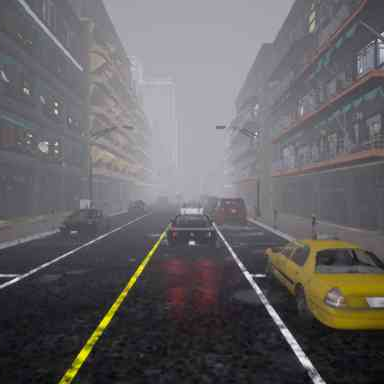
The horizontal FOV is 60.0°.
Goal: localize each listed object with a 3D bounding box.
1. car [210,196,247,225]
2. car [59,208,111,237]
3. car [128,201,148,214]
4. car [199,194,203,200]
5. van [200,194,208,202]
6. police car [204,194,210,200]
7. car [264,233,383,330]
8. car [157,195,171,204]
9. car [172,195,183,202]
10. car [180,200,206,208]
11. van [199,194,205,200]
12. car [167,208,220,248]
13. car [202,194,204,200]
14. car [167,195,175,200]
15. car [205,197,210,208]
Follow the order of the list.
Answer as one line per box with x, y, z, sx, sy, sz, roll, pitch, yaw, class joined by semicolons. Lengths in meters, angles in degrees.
2.694;1.318;23.879;2.192;1.841;5.009;0;0;0;car
-5.687;1.567;18.193;1.947;1.339;4.313;0;0;0;car
-5.687;1.588;35.241;1.802;1.307;4.206;0;0;0;car
2.694;1.338;69.338;2.192;1.841;5.009;0;0;0;car
2.694;1.368;75.021;1.690;1.788;3.998;0;0;0;van
3.134;1.437;48.590;1.930;1.638;5.238;0;0;0;police car
2.694;1.524;7.001;1.752;1.417;4.829;0;0;0;car
-5.687;1.564;63.653;1.887;1.381;4.507;0;0;0;car
-3.000;1.399;75.914;1.882;1.535;5.008;0;0;0;car
0.001;1.622;29.680;1.895;1.301;4.718;0;0;0;car
2.694;1.381;92.068;1.690;1.788;3.998;0;0;0;van
0.001;1.618;14.680;1.895;1.301;4.718;0;0;0;car
3.140;1.493;55.480;1.882;1.535;5.008;0;0;0;car
-5.687;1.585;92.065;1.887;1.381;4.507;0;0;0;car
2.693;1.557;35.244;2.008;1.369;4.403;0;0;0;car
